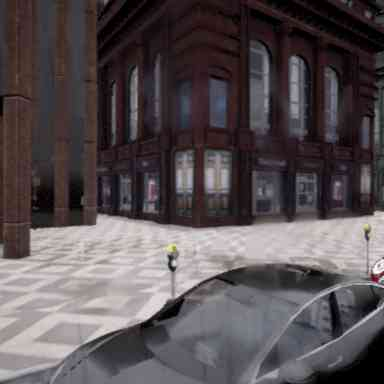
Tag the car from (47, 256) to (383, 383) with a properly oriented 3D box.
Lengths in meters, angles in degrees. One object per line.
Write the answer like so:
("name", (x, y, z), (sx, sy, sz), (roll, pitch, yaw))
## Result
("car", (0.758, 1.553, 3.501), (4.313, 1.339, 1.947), (0, 0, -35))
